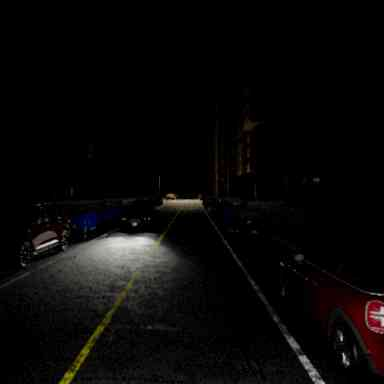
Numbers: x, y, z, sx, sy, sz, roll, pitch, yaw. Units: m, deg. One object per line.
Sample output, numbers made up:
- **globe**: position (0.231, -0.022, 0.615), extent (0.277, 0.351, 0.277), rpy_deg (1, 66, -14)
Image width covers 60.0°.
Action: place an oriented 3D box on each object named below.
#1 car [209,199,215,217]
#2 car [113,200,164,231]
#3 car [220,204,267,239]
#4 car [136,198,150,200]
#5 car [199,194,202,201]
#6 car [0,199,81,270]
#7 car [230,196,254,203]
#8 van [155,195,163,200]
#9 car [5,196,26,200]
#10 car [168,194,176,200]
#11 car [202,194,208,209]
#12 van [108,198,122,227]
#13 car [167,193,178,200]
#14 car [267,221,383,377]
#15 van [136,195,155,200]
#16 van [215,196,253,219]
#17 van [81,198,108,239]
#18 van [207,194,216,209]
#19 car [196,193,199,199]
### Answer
- **car**: position (2.757, 1.531, 28.265), extent (1.887, 1.381, 4.507), rpy_deg (0, 0, 0)
- **car**: position (-3.103, 1.480, 20.458), extent (2.128, 1.511, 4.902), rpy_deg (0, 0, 0)
- **car**: position (2.759, 1.542, 16.909), extent (2.008, 1.369, 4.403), rpy_deg (0, 0, 0)
- **car**: position (-5.769, 1.566, 33.931), extent (1.802, 1.307, 4.206), rpy_deg (0, 0, 0)
- **car**: position (2.752, 1.296, 56.652), extent (2.192, 1.841, 5.009), rpy_deg (0, 0, 0)
- **car**: position (-5.766, 1.308, 11.221), extent (2.192, 1.841, 5.009), rpy_deg (0, 0, 0)
- **car**: position (10.255, 1.477, 68.697), extent (4.674, 1.442, 1.812), rpy_deg (0, 0, 0)
- **van**: position (-5.772, 1.322, 50.963), extent (1.690, 1.788, 3.998), rpy_deg (0, 0, 0)
- **car**: position (-36.054, 1.555, 68.496), extent (4.674, 1.442, 1.812), rpy_deg (0, 0, 0)
- **car**: position (-5.779, 1.422, 94.897), extent (1.967, 1.590, 4.097), rpy_deg (0, 0, 0)
- **car**: position (2.754, 1.422, 45.297), extent (1.967, 1.590, 4.097), rpy_deg (0, 0, 0)
- **van**: position (-5.768, 1.329, 22.576), extent (1.690, 1.788, 3.998), rpy_deg (0, 0, 0)
- **car**: position (-5.778, 1.296, 89.255), extent (2.192, 1.841, 5.009), rpy_deg (0, 0, 0)
- **car**: position (2.760, 1.437, 5.553), extent (1.967, 1.590, 4.097), rpy_deg (0, 0, 0)
- **van**: position (-5.770, 1.324, 39.609), extent (1.690, 1.788, 3.998), rpy_deg (0, 0, 0)
- **van**: position (2.757, 1.330, 22.587), extent (1.690, 1.788, 3.998), rpy_deg (0, 0, 0)
- **van**: position (-5.767, 1.332, 16.899), extent (1.690, 1.788, 3.998), rpy_deg (0, 0, 0)
- **van**: position (2.756, 1.326, 33.942), extent (1.690, 1.788, 3.998), rpy_deg (0, 0, 0)
- **car**: position (2.748, 1.532, 83.626), extent (2.008, 1.369, 4.403), rpy_deg (0, 0, 0)
